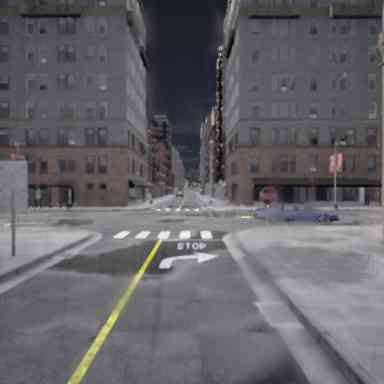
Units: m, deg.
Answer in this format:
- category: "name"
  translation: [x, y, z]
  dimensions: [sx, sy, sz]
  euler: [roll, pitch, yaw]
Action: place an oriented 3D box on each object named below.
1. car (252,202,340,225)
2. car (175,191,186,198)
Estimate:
- category: "car"
  translation: [6.755, 1.384, 21.940]
  dimensions: [5.357, 1.411, 2.033]
  euler: [0, 0, 0]
- category: "car"
  translation: [-2.955, 0.557, 79.013]
  dimensions: [1.882, 1.535, 5.008]
  euler: [0, 0, 0]
